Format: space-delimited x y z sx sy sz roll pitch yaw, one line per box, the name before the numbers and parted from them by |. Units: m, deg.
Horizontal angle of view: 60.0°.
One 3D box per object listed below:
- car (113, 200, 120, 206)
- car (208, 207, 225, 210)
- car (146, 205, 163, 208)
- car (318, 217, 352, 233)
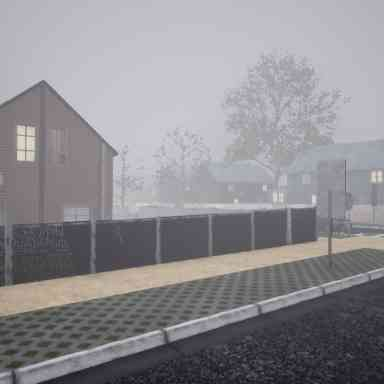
car | -13.000 2.101 51.117 2.150 2.045 5.566 1 -2 -35
car | 2.145 2.076 29.567 1.994 1.385 4.181 1 -2 -35
car | -4.212 2.287 38.530 1.837 1.490 4.892 1 -2 -37
car | 7.868 1.798 21.482 1.812 1.442 4.674 1 -2 -35
